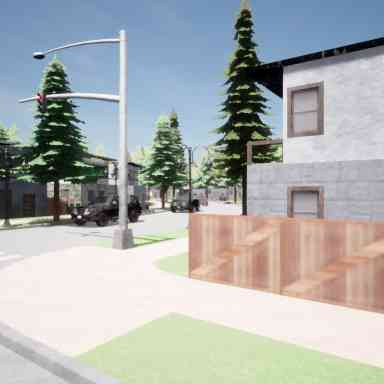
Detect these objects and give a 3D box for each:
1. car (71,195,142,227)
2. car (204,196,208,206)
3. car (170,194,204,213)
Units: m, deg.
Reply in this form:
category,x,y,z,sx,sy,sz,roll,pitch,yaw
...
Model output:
category,x,y,z,sx,sy,sz,roll,pitch,yaw
car,-5.735,1.202,23.142,2.150,2.045,5.566,0,0,27
car,1.415,1.331,53.166,2.097,1.767,4.553,0,0,-2
car,-0.635,1.203,36.631,2.150,2.045,5.566,0,0,15
